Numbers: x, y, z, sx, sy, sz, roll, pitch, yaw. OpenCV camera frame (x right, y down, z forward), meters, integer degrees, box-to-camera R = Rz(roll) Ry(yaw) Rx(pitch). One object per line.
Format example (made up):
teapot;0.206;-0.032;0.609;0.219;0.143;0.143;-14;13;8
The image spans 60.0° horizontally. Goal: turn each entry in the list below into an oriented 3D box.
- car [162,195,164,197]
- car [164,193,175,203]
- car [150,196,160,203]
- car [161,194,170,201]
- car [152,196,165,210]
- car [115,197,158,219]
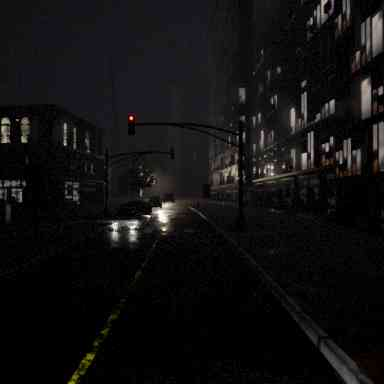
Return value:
car;-6.206;1.488;57.049;1.837;1.490;4.892;0;0;-6
car;-4.867;1.202;69.136;2.150;2.045;5.566;0;0;-8
car;-7.797;1.518;70.192;1.994;1.385;4.181;0;0;-8
car;-6.416;1.329;79.404;1.812;1.442;4.674;0;0;-10
car;-4.820;1.589;43.387;1.895;1.301;4.718;0;0;-5
car;-4.988;1.480;29.260;1.882;1.535;5.008;0;0;14
